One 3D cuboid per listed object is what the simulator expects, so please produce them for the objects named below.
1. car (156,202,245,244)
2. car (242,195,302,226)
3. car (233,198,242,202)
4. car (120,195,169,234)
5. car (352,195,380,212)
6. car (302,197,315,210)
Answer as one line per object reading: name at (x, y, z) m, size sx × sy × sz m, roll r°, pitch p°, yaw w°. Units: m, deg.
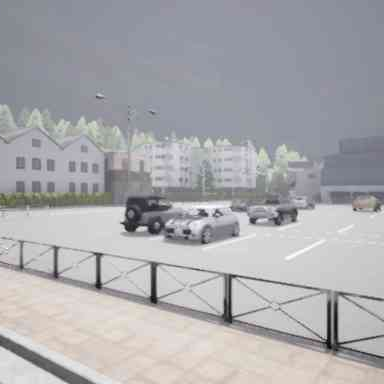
car at (0.511, 1.367, 14.783) m, size 1.970 × 1.475 × 3.806 m, roll 0°, pitch 0°, yaw 35°
car at (5.361, 1.104, 21.739) m, size 1.932 × 1.855 × 4.605 m, roll 0°, pitch 0°, yaw 35°
car at (5.447, 1.310, 33.921) m, size 2.007 × 1.523 × 4.514 m, roll 0°, pitch 0°, yaw 35°
car at (-1.856, 1.085, 17.197) m, size 1.905 × 1.878 × 3.866 m, roll 0°, pitch 0°, yaw 35°
car at (17.933, 1.160, 34.147) m, size 2.152 × 1.636 × 5.027 m, roll 0°, pitch 0°, yaw 35°
car at (12.500, 1.243, 37.577) m, size 1.970 × 1.475 × 3.806 m, roll 0°, pitch 0°, yaw 35°
